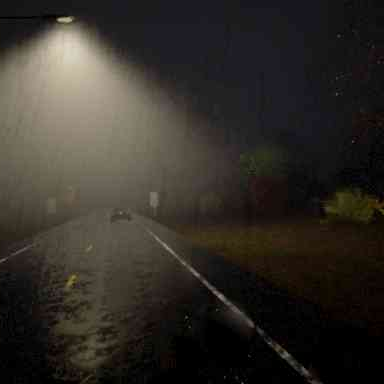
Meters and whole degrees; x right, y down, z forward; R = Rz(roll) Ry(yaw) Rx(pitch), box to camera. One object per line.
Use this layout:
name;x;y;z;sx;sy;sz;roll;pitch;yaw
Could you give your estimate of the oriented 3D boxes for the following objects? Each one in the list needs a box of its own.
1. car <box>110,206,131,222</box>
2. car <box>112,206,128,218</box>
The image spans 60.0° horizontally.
car;-8.017;2.331;37.204;2.097;1.767;4.553;-4;-1;-13
car;-10.460;2.840;48.074;2.033;1.411;5.357;-4;-1;-12
